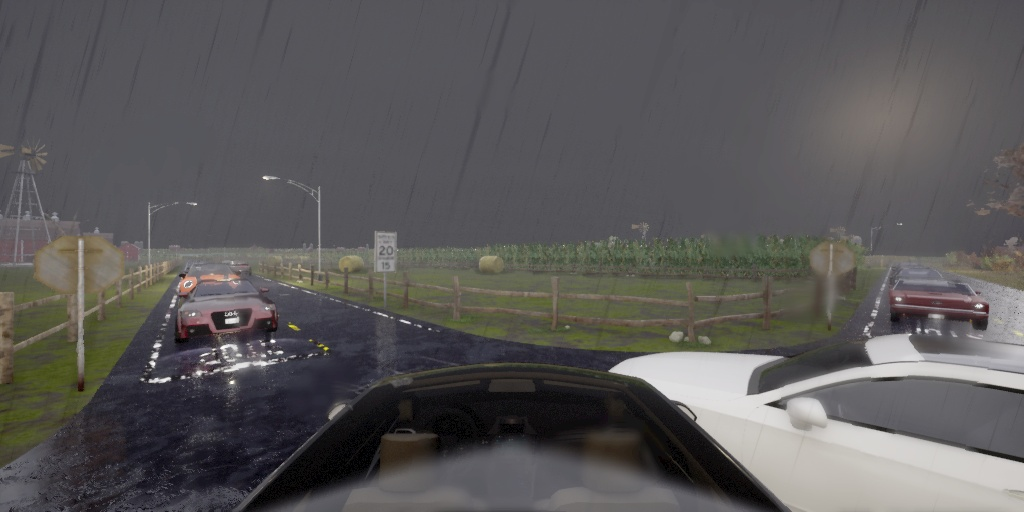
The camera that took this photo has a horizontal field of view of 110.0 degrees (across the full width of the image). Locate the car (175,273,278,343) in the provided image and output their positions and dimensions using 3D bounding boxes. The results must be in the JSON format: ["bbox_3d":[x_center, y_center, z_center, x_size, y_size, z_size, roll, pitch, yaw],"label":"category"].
[{"bbox_3d":[-7.973,1.356,9.969,1.994,1.385,4.181,0,0,-43],"label":"car"}]

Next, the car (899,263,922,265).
[{"bbox_3d":[27.269,1.405,24.380,4.181,1.385,1.994,0,1,-43],"label":"car"}]

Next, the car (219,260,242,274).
[{"bbox_3d":[-33.846,1.309,43.053,1.837,1.490,4.892,0,0,-42],"label":"car"}]

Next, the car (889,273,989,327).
[{"bbox_3d":[13.480,1.400,11.515,4.718,1.301,1.895,0,1,-43],"label":"car"}]

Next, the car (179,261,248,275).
[{"bbox_3d":[-13.771,1.142,16.433,2.097,1.767,4.553,0,0,-42],"label":"car"}]

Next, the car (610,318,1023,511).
[{"bbox_3d":[2.831,1.294,2.418,1.812,1.442,4.674,0,1,-44],"label":"car"}]

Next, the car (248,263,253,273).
[{"bbox_3d":[-27.100,1.287,35.618,2.128,1.511,4.902,0,0,-42],"label":"car"}]

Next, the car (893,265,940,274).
[{"bbox_3d":[20.535,1.366,18.102,5.357,1.411,2.033,0,1,-43],"label":"car"}]
